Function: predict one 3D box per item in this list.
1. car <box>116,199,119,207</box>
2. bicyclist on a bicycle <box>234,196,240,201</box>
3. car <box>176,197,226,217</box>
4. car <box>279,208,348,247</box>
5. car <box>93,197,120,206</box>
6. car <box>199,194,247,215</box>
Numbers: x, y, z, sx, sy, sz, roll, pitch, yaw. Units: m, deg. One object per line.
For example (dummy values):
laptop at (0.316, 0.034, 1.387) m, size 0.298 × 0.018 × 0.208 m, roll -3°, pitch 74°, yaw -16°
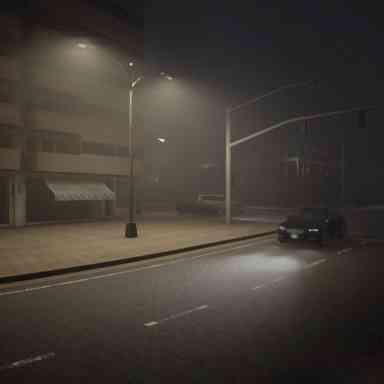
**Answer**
car at (-12.572, 1.619, 47.506) m, size 4.181 × 1.385 × 1.994 m, roll 0°, pitch 0°, yaw 41°
bicyclist on a bicycle at (6.415, 1.356, 46.991) m, size 0.582 × 1.620 × 1.656 m, roll 0°, pitch 0°, yaw 41°
car at (0.609, 1.546, 31.572) m, size 4.902 × 1.511 × 2.128 m, roll 0°, pitch 0°, yaw 41°
car at (5.610, 1.491, 15.108) m, size 2.128 × 1.511 × 4.902 m, roll 0°, pitch 0°, yaw 39°
car at (-15.272, 1.603, 59.228) m, size 5.357 × 1.411 × 2.033 m, roll 0°, pitch 0°, yaw 41°
car at (2.895, 1.276, 34.221) m, size 5.566 × 2.045 × 2.150 m, roll 0°, pitch 0°, yaw 41°
